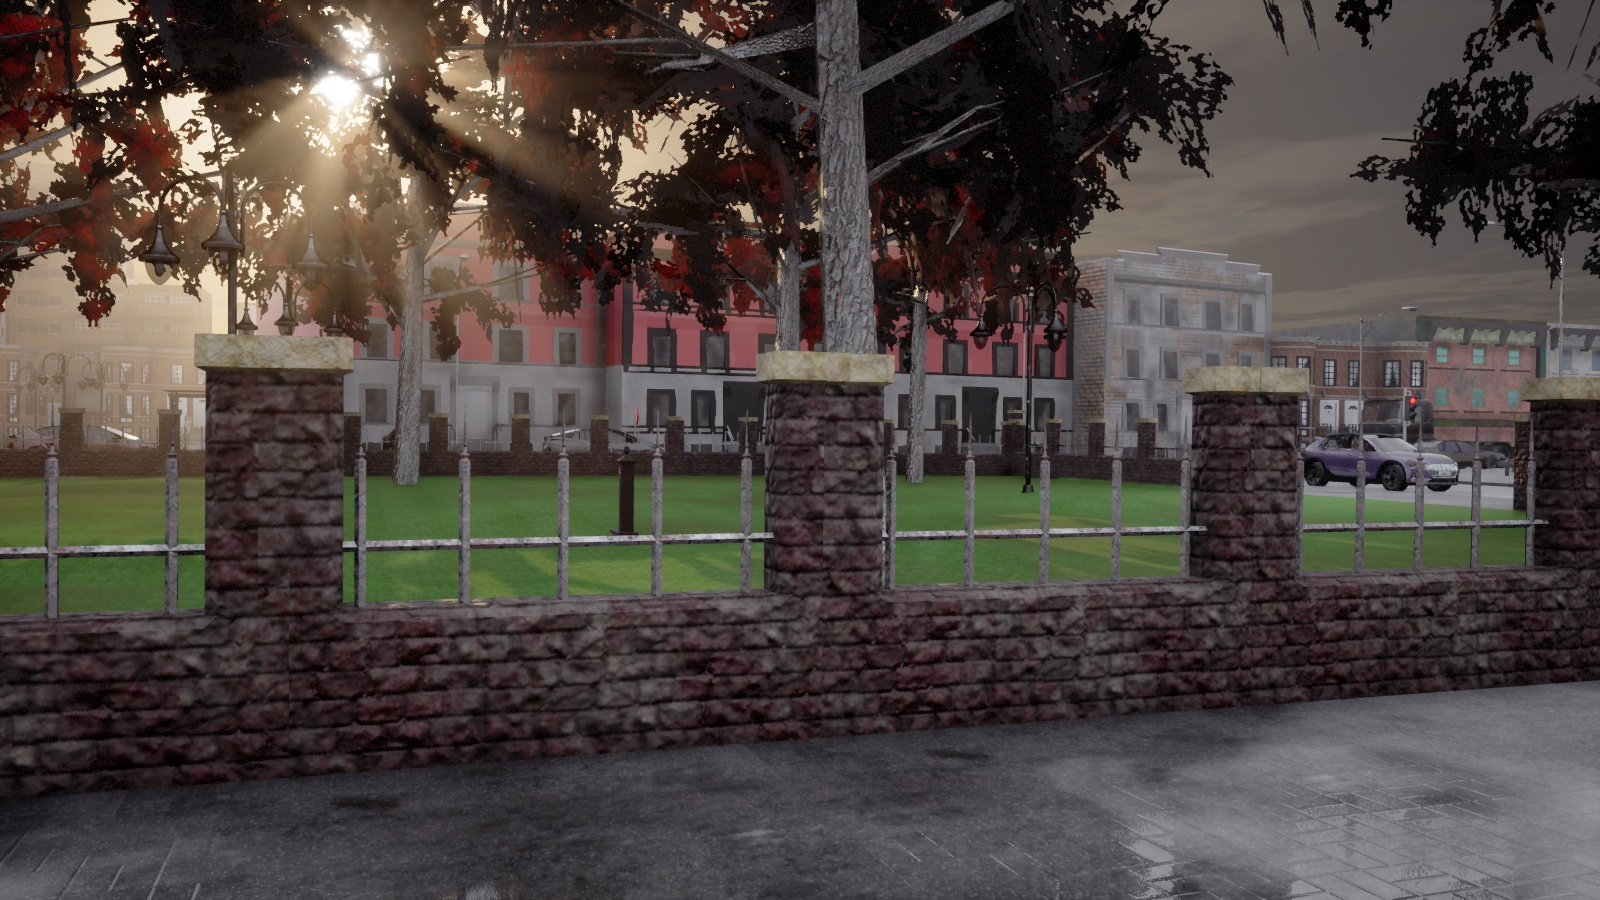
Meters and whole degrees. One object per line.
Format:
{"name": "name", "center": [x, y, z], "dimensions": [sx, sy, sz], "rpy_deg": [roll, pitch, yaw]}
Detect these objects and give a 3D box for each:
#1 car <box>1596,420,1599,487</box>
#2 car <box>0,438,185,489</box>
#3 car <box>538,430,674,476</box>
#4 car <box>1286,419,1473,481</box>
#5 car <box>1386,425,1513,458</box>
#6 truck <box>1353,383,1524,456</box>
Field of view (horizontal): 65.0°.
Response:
{"name": "car", "center": [19.865, 0.094, 26.833], "dimensions": [2.007, 1.525, 4.514], "rpy_deg": [-1, 1, -21]}
{"name": "car", "center": [-22.241, 0.393, 39.689], "dimensions": [4.792, 1.488, 2.163], "rpy_deg": [-1, 1, -19]}
{"name": "car", "center": [-6.960, 0.089, 44.948], "dimensions": [4.514, 1.525, 2.007], "rpy_deg": [-1, 1, -18]}
{"name": "car", "center": [16.602, -0.041, 36.265], "dimensions": [2.033, 1.649, 4.856], "rpy_deg": [-1, 1, -21]}
{"name": "car", "center": [29.758, -0.412, 57.556], "dimensions": [5.357, 1.411, 2.033], "rpy_deg": [-1, 1, -18]}
{"name": "truck", "center": [31.763, -1.543, 62.450], "dimensions": [7.936, 3.462, 2.891], "rpy_deg": [-1, 1, -19]}
